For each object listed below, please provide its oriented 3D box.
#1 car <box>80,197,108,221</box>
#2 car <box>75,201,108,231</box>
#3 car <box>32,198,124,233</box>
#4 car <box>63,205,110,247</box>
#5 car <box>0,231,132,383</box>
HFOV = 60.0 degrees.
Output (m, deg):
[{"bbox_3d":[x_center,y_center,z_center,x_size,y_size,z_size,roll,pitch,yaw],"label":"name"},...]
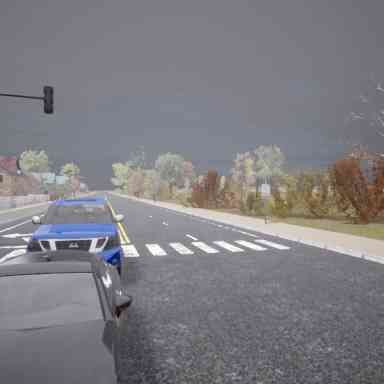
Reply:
[{"bbox_3d":[-8.069,1.337,27.605,2.097,1.767,4.553,0,0,-15],"label":"car"},{"bbox_3d":[-6.531,1.468,21.866,1.882,1.535,5.008,0,0,-15],"label":"car"},{"bbox_3d":[-3.350,1.218,10.036,2.150,2.045,5.566,0,0,-15],"label":"car"},{"bbox_3d":[-4.985,1.498,16.115,1.837,1.490,4.892,0,0,-15],"label":"car"},{"bbox_3d":[-1.734,1.524,3.941,1.812,1.442,4.674,0,0,-13],"label":"car"}]
